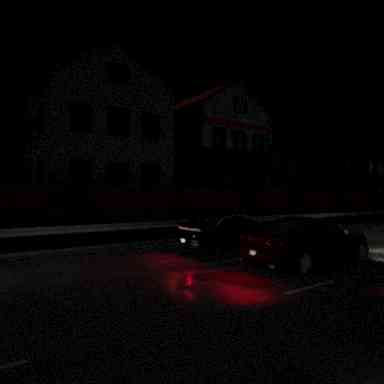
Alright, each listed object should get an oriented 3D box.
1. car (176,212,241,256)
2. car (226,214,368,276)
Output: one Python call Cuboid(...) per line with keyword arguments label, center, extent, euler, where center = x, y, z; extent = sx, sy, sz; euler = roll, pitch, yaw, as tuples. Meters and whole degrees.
Cuboid(label="car", center=(1.645, 1.571, 13.516), extent=(4.902, 1.511, 2.128), euler=(1, 0, -35))
Cuboid(label="car", center=(3.702, 1.557, 10.685), extent=(5.008, 1.535, 1.882), euler=(1, 0, -35))
